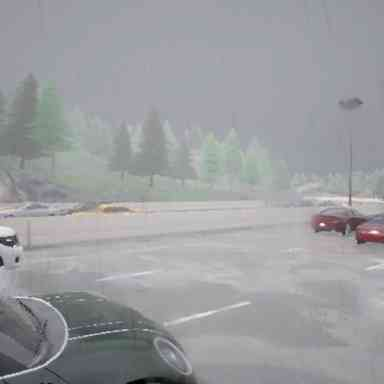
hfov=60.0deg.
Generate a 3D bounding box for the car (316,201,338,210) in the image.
[{"bbox_3d":[21.412,2.108,52.673,1.994,1.385,4.181,0,0,41],"label":"car"}]

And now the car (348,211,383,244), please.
[{"bbox_3d":[9.551,1.755,15.869,4.181,1.385,1.994,1,0,-40],"label":"car"}]

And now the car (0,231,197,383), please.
[{"bbox_3d":[-2.141,1.348,2.312,4.553,1.767,2.097,1,0,-35],"label":"car"}]

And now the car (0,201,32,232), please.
[{"bbox_3d":[-6.907,1.208,7.469,5.566,2.045,2.150,1,0,-35],"label":"car"}]

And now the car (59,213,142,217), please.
[{"bbox_3d":[-5.627,1.571,21.741,5.008,1.535,1.882,1,0,-38],"label":"car"}]

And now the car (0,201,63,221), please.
[{"bbox_3d":[-13.983,1.541,28.591,5.008,1.535,1.882,1,0,-38],"label":"car"}]

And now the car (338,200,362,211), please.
[{"bbox_3d":[23.831,2.026,49.965,1.882,1.535,5.008,1,0,42],"label":"car"}]

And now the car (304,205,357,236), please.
[{"bbox_3d":[9.112,1.693,20.081,5.008,1.535,1.882,1,-1,-41],"label":"car"}]

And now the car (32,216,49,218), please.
[{"bbox_3d":[-12.303,1.584,25.456,4.674,1.442,1.812,1,0,-37],"label":"car"}]
